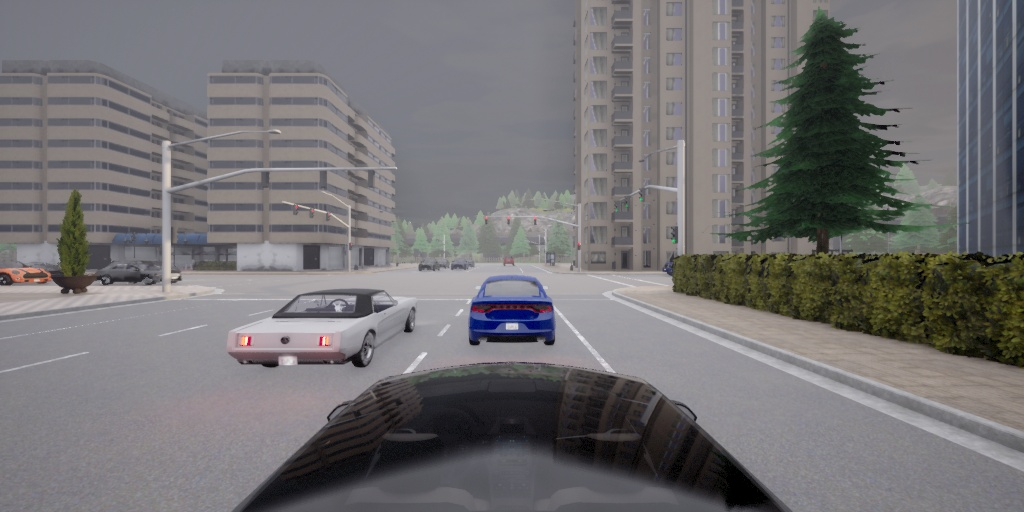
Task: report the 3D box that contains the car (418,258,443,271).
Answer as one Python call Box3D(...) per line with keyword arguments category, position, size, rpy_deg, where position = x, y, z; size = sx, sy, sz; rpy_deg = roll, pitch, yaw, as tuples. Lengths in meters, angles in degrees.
Box3D(category="car", position=(-11.012, 1.100, 47.905), size=(2.097, 1.767, 4.553), rpy_deg=(0, 0, 0))

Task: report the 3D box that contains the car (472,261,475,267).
Box3D(category="car", position=(-7.610, 1.295, 62.565), size=(2.033, 1.411, 5.357), rpy_deg=(0, 0, 1))

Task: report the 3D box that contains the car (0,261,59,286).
Box3D(category="car", position=(-35.091, 1.101, 24.796), size=(4.553, 1.767, 2.097), rpy_deg=(0, 0, 0))

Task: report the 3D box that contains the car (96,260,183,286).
Box3D(category="car", position=(-25.655, 1.241, 24.761), size=(4.902, 1.511, 2.128), rpy_deg=(0, 0, 1))

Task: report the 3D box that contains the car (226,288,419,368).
Box3D(category="car", position=(-3.496, 1.351, 7.829), size=(1.895, 1.301, 4.718), rpy_deg=(0, 0, 0))

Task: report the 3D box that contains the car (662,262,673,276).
Box3D(category="car", position=(17.892, 0.970, 35.442), size=(5.566, 2.045, 2.150), rpy_deg=(0, 0, 0))

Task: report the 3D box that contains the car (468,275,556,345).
Box3D(category="car", position=(-0.004, 1.227, 9.495), size=(1.882, 1.535, 5.008), rpy_deg=(0, 0, 0))

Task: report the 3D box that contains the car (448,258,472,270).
Box3D(category="car", position=(-7.547, 1.100, 52.124), size=(2.097, 1.767, 4.553), rpy_deg=(0, 0, 0))

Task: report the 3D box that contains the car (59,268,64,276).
Box3D(category="car", position=(-38.461, 1.350, 28.304), size=(4.718, 1.301, 1.895), rpy_deg=(0, 0, 0))

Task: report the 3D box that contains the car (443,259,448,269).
Box3D(category="car", position=(-11.083, 1.253, 56.990), size=(1.837, 1.490, 4.892), rpy_deg=(0, 0, 0))
